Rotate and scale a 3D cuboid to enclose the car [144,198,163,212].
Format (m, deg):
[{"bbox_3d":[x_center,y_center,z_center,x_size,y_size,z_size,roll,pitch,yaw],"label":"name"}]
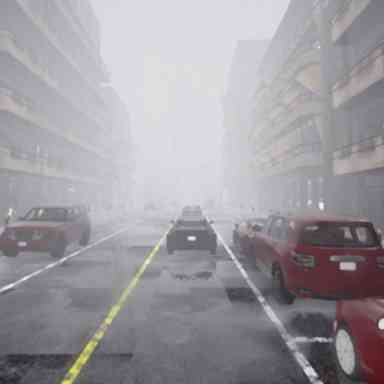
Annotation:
[{"bbox_3d":[-5.648,2.002,46.892,2.008,1.369,4.403,1,-1,0],"label":"car"}]

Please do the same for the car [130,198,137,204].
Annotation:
[{"bbox_3d":[-16.499,2.323,86.158,4.097,1.590,1.967,0,-2,0],"label":"car"}]

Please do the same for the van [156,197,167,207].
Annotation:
[{"bbox_3d":[-5.815,1.951,63.515,1.690,1.788,3.998,1,-1,0],"label":"van"}]

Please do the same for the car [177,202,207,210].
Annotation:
[{"bbox_3d":[-0.001,1.828,28.992,2.033,1.411,5.357,0,-1,0],"label":"car"}]

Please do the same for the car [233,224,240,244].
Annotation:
[{"bbox_3d":[2.703,1.716,13.705,1.802,1.307,4.206,1,-1,0],"label":"car"}]

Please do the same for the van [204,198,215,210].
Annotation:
[{"bbox_3d":[2.703,1.846,52.488,1.690,1.788,3.998,1,-1,0],"label":"van"}]

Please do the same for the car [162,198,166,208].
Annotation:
[{"bbox_3d":[-5.649,2.086,52.432,1.802,1.307,4.206,1,-1,0],"label":"car"}]

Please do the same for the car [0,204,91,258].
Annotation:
[{"bbox_3d":[-5.673,1.449,13.654,2.192,1.841,5.009,1,-1,0],"label":"car"}]

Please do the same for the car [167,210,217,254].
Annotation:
[{"bbox_3d":[0.001,1.704,14.291,1.994,1.385,4.181,0,0,0],"label":"car"}]

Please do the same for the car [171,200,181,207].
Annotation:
[{"bbox_3d":[-3.034,2.164,64.214,2.033,1.411,5.357,0,-1,1],"label":"car"}]

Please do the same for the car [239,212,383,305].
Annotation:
[{"bbox_3d":[2.708,1.396,8.168,2.192,1.841,5.009,1,-1,0],"label":"car"}]

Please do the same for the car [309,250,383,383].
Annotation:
[{"bbox_3d":[2.704,1.572,2.625,1.887,1.381,4.507,1,-1,0],"label":"car"}]
